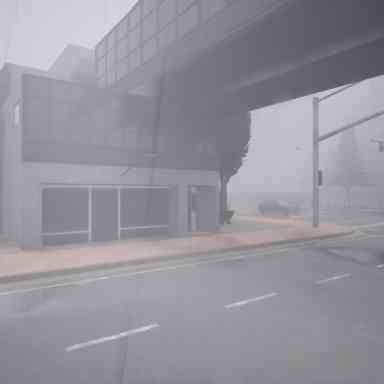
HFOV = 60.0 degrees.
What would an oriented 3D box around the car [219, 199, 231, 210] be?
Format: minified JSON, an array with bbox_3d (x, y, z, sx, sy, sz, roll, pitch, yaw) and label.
[{"bbox_3d":[2.835,1.478,41.993,1.882,1.535,5.008,0,0,-36],"label":"car"}]

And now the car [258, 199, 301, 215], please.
[{"bbox_3d":[8.765,1.526,33.745,1.812,1.442,4.674,0,0,-36],"label":"car"}]

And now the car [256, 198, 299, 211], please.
[{"bbox_3d":[10.980,1.547,42.937,2.033,1.411,5.357,0,0,-36],"label":"car"}]

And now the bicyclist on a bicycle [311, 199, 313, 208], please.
[{"bbox_3d":[15.798,1.301,42.775,1.656,1.620,0.582,0,0,-36],"label":"bicyclist on a bicycle"}]
